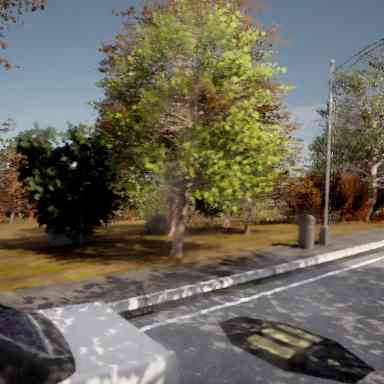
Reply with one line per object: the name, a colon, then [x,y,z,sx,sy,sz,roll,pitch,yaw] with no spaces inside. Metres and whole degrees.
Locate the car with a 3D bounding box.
car: [-2.516,1.613,2.263,4.718,1.301,1.895,0,0,-36]
